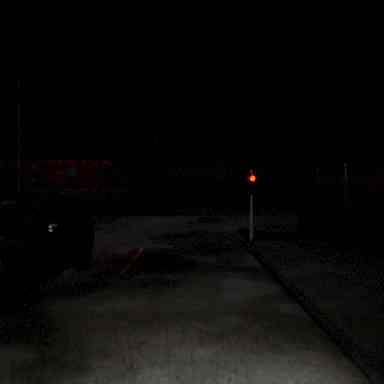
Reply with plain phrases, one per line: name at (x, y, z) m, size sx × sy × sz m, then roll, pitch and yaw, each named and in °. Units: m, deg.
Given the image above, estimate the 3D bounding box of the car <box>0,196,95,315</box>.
car at (-4.045, 1.192, 7.881) m, size 2.150 × 2.045 × 5.566 m, roll 0°, pitch 1°, yaw 1°
